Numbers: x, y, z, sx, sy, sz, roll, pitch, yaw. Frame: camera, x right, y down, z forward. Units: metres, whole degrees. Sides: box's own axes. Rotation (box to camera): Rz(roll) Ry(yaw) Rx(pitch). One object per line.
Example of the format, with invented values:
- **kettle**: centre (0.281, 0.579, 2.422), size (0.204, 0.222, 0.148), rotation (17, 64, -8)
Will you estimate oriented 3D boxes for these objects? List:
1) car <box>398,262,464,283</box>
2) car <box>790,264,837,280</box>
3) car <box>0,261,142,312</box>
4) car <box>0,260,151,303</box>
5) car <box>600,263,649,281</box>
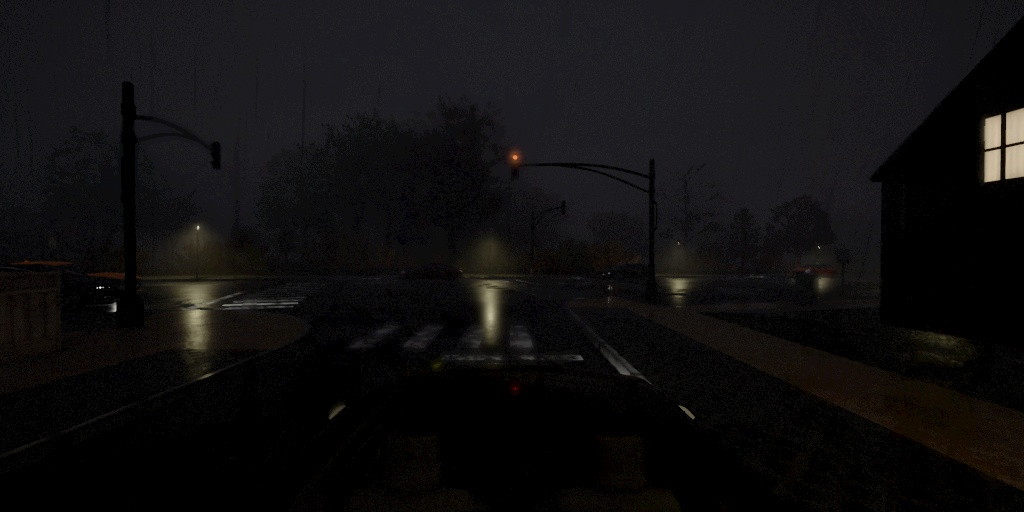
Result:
- **car**: centre (-5.915, 1.182, 26.391), size (4.674, 1.442, 1.812), rotation (1, 0, -20)
- **car**: centre (32.699, 1.602, 38.872), size (4.553, 1.767, 2.097), rotation (1, 0, -15)
- **car**: centre (-15.956, 1.019, 11.850), size (4.902, 1.511, 2.128), rotation (1, 0, -22)
- **car**: centre (-18.328, 0.957, 14.409), size (5.008, 1.535, 1.882), rotation (1, 0, -21)
- **car**: centre (10.264, 1.411, 32.053), size (4.892, 1.490, 1.837), rotation (1, 0, -18)
